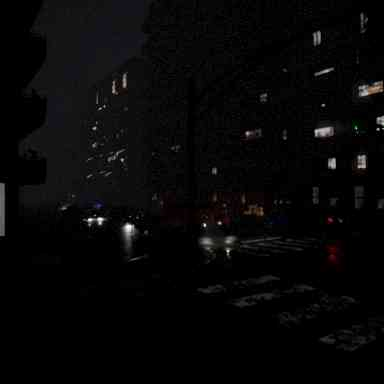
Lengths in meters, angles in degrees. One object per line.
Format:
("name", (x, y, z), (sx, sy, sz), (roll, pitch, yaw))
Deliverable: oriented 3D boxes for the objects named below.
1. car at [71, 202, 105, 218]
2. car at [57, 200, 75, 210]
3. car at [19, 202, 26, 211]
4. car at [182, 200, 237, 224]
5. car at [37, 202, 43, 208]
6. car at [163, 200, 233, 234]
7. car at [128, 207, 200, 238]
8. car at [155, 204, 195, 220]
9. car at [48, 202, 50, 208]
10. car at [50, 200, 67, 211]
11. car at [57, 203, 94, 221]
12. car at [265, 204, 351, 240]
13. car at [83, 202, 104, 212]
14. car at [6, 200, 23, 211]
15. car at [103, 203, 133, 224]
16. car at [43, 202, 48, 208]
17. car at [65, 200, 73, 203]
("car", (-12.198, 2.230, 38.685), (2.033, 1.411, 5.357), (0, -1, -36))
("car", (-25.122, 2.518, 66.278), (2.192, 1.841, 5.009), (-1, 0, -36))
("car", (-31.840, 2.767, 61.332), (1.887, 1.381, 4.507), (-1, 0, -36))
("car", (1.464, 1.707, 29.592), (2.192, 1.841, 5.009), (-1, 0, -36))
("car", (-35.087, 3.044, 80.036), (1.887, 1.381, 4.507), (-1, 0, -36))
("car", (0.013, 1.527, 21.804), (2.150, 2.045, 5.566), (0, -1, -36))
("car", (-1.829, 1.829, 19.920), (1.752, 1.417, 4.829), (-1, 0, -36))
("car", (-1.853, 2.039, 34.177), (1.887, 1.381, 4.507), (-1, 0, -36))
("car", (-28.446, 2.617, 70.865), (2.192, 1.841, 5.009), (-1, 0, -36))
("car", (-23.236, 2.595, 59.349), (1.837, 1.490, 4.892), (0, -1, -36))
("car", (-11.899, 2.160, 33.816), (1.887, 1.381, 4.507), (-1, 0, -36))
("car", (6.291, 1.534, 18.604), (2.097, 1.767, 4.553), (0, -1, -36))
("car", (-16.368, 2.426, 55.051), (1.882, 1.535, 5.008), (0, -1, -36))
("car", (-35.169, 2.637, 65.917), (2.192, 1.841, 5.009), (-1, 0, -36))
("car", (-6.049, 1.999, 30.181), (1.837, 1.490, 4.892), (0, -1, -36))
("car", (-31.762, 2.967, 75.450), (1.947, 1.339, 4.313), (-1, 0, -36))
("car", (-17.709, 2.414, 51.720), (2.128, 1.511, 4.902), (0, -1, -36))
